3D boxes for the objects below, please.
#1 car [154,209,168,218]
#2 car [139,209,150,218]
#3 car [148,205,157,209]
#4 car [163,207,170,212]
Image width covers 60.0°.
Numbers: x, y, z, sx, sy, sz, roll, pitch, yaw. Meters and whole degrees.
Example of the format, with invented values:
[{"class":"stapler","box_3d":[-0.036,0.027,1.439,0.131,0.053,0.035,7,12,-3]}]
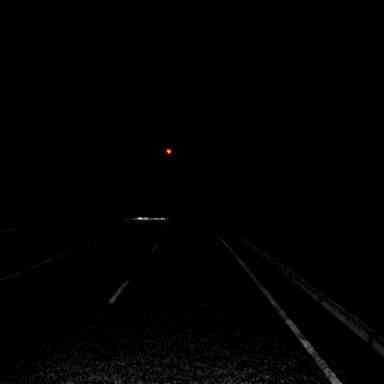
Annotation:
[{"class":"car","box_3d":[-6.990,4.989,73.246,2.033,1.411,5.357,0,-1,0]},{"class":"car","box_3d":[-10.490,5.001,73.233,1.994,1.385,4.181,0,-1,0]},{"class":"car","box_3d":[-10.493,4.551,88.673,2.150,2.045,5.566,0,-1,0]},{"class":"car","box_3d":[-6.993,4.805,88.712,1.882,1.535,5.008,0,-1,0]}]
